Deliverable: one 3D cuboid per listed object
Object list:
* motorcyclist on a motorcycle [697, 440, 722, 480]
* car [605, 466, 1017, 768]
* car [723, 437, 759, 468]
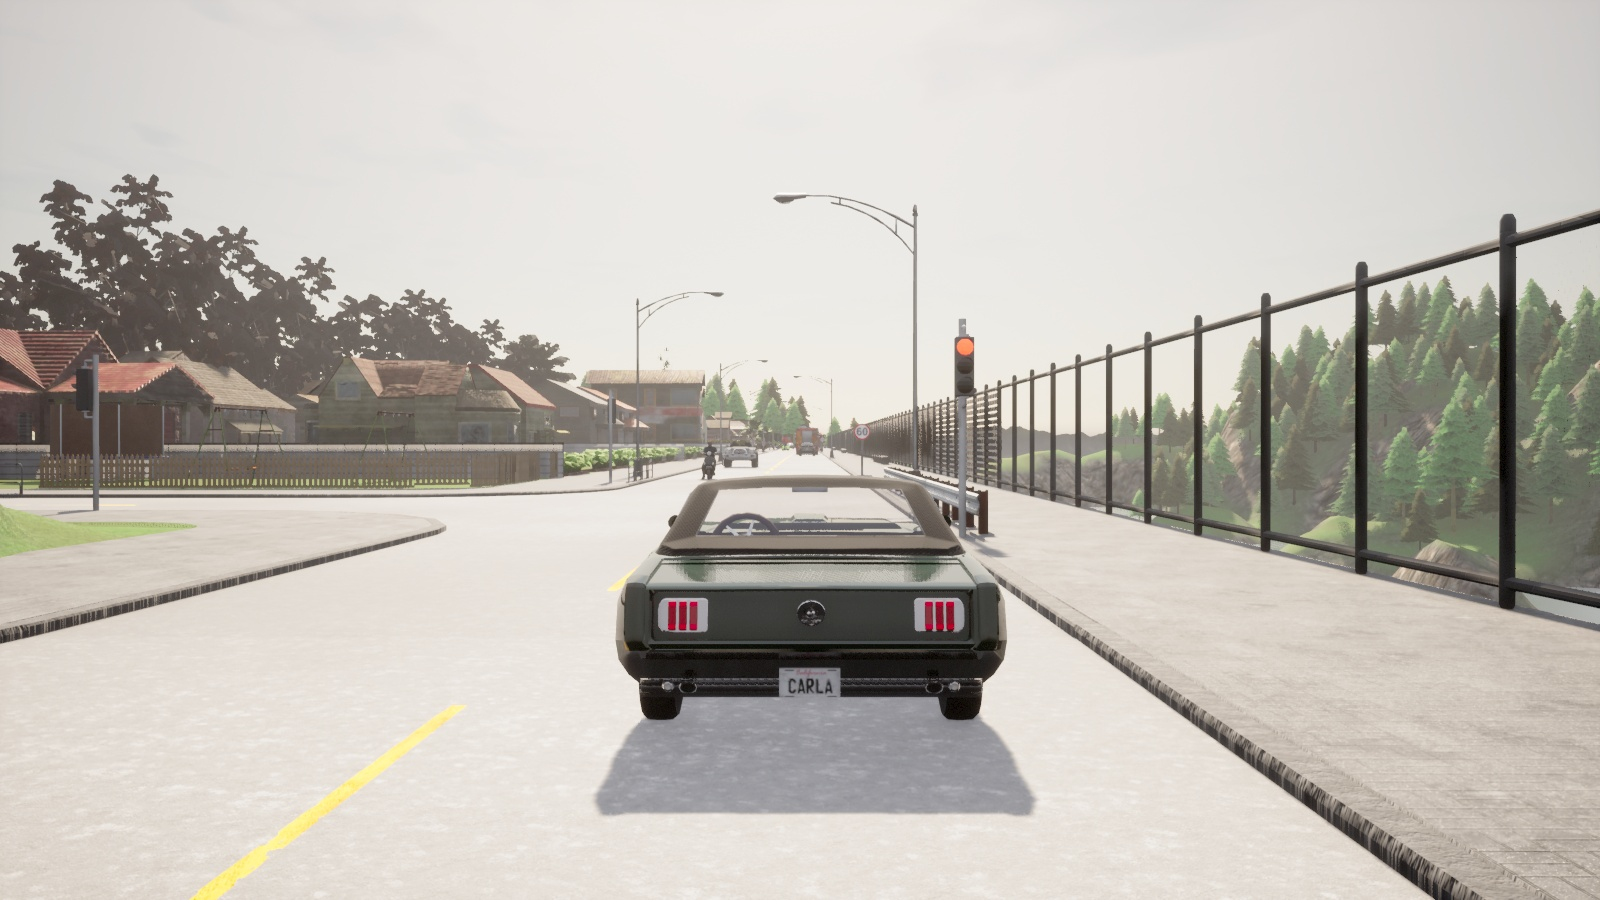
[{"bbox_3d":[-3.688,0.407,51.439,0.866,1.590,1.817,0,0,0],"label":"motorcyclist on a motorcycle"},{"bbox_3d":[0.062,0.801,8.138,1.895,1.301,4.718,0,0,0],"label":"car"},{"bbox_3d":[-3.544,0.132,75.953,1.932,1.855,4.605,0,0,0],"label":"car"}]
